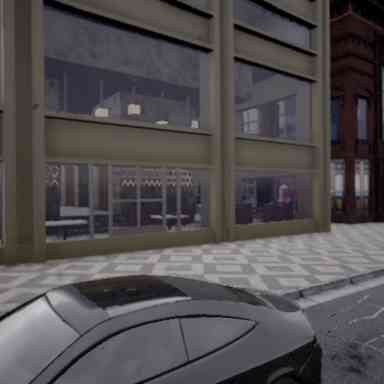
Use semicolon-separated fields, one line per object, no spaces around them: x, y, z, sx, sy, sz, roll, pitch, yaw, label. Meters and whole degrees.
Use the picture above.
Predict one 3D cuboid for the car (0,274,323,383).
-0.805;1.540;2.755;4.674;1.442;1.812;1;0;-35;car
